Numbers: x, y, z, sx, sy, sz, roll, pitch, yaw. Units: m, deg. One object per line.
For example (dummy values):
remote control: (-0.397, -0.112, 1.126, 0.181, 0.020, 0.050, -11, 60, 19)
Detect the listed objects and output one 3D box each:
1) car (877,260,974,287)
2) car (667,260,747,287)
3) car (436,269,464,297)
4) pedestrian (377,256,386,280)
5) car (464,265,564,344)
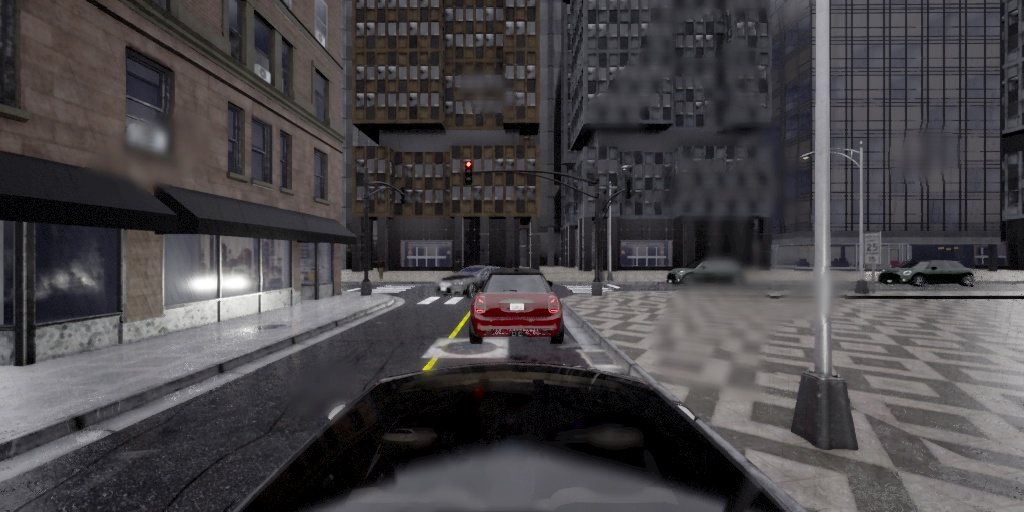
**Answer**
car: (26.938, 1.062, 23.488, 4.553, 1.767, 2.097, 0, 0, 1)
car: (12.702, 1.081, 23.648, 4.553, 1.767, 2.097, 0, 0, 1)
car: (-1.694, 1.242, 18.315, 2.128, 1.511, 4.902, -1, 0, 36)
pedestrian: (-9.832, 0.902, 26.936, 0.375, 1.860, 0.375, 0, 0, 1)
car: (0.071, 1.102, 9.751, 2.097, 1.767, 4.553, 0, 0, -1)
